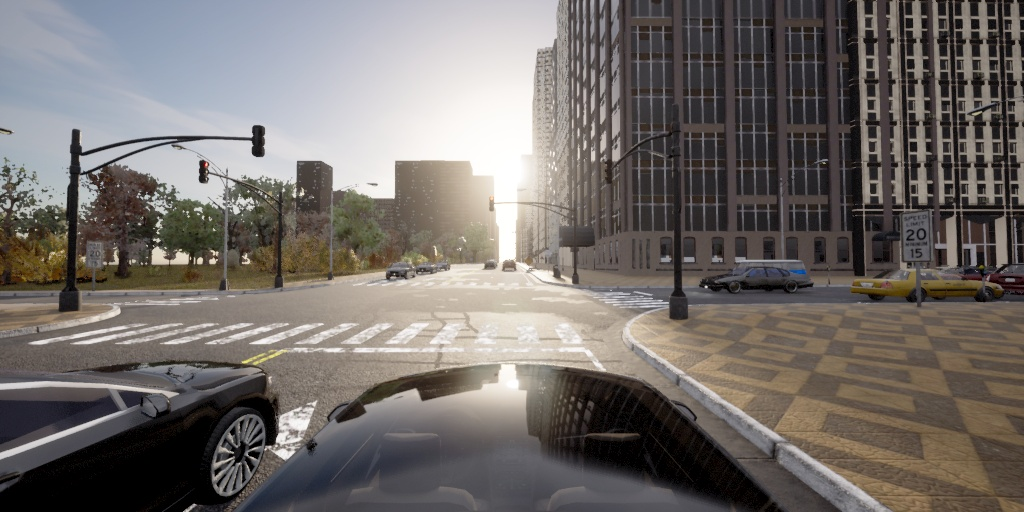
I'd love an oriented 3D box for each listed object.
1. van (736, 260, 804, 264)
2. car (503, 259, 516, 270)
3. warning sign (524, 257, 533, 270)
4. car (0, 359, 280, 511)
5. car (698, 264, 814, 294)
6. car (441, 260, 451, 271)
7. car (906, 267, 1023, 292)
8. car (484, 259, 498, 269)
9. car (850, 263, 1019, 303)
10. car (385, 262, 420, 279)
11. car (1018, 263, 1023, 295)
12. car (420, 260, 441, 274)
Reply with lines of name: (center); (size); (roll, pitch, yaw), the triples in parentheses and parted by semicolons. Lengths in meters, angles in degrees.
van: (15.759, 1.124, 22.087); (3.998, 1.789, 1.690); (0, 0, -1)
car: (-0.431, 1.285, 58.840); (2.097, 1.767, 4.553); (0, 0, -1)
warning sign: (2.394, 1.003, 50.903); (1.300, 1.860, 1.060); (0, 0, -1)
car: (-3.140, 1.242, 1.495); (2.128, 1.511, 4.902); (0, 0, -1)
car: (13.147, 1.269, 19.442); (5.357, 1.411, 2.033); (0, -2, -1)
car: (-10.320, 1.392, 53.195); (2.128, 1.511, 4.902); (0, 0, -1)
car: (25.047, 1.262, 19.697); (4.718, 1.301, 1.895); (0, -2, -1)
car: (-3.817, 1.461, 62.736); (1.837, 1.490, 4.892); (0, 0, -1)
car: (16.215, 1.076, 14.073); (4.829, 1.417, 1.751); (0, 0, -1)
car: (-10.149, 1.321, 33.073); (1.837, 1.490, 4.892); (0, 0, -2)
car: (21.628, 0.962, 14.191); (4.097, 1.591, 1.967); (0, 0, -1)
car: (-10.227, 1.416, 42.971); (1.994, 1.385, 4.181); (0, 0, 0)
